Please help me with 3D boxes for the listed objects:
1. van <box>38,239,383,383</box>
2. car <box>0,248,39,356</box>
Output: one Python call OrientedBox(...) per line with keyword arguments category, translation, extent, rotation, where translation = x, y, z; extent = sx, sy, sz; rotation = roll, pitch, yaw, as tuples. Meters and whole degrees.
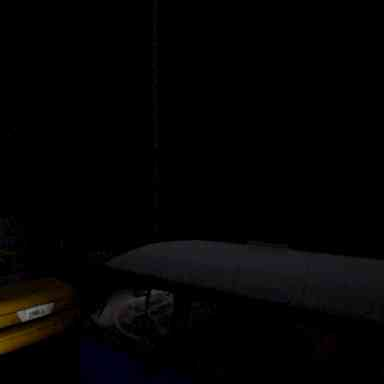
OrientedBox(category="van", translation=(0.888, 1.339, 2.225), extent=(3.998, 1.788, 1.690), rotation=(0, 0, 36))
OrientedBox(category="car", translation=(-3.871, 1.495, 5.617), extent=(4.829, 1.417, 1.752), rotation=(0, 0, 36))
